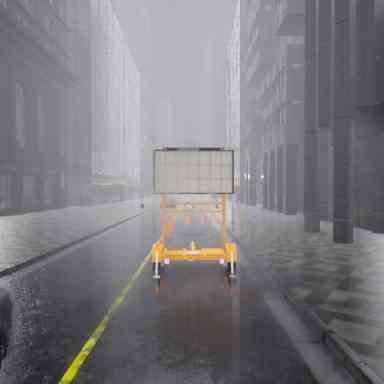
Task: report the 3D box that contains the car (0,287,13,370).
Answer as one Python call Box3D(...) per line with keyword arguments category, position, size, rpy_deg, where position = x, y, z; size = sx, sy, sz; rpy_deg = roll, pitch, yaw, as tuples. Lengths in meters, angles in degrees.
Box3D(category="car", position=(-3.102, 1.504, 2.128), size=(1.837, 1.490, 4.892), rpy_deg=(0, 0, 0))

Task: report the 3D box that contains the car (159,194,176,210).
Box3D(category="car", position=(-3.115, 1.437, 43.345), size=(1.882, 1.535, 5.008), rpy_deg=(0, 0, 0))

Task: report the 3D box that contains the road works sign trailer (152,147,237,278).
Box3D(category="road works sign trailer", position=(0.047, 0.460, 10.120), size=(2.380, 3.560, 2.880), rpy_deg=(0, 0, -1))
